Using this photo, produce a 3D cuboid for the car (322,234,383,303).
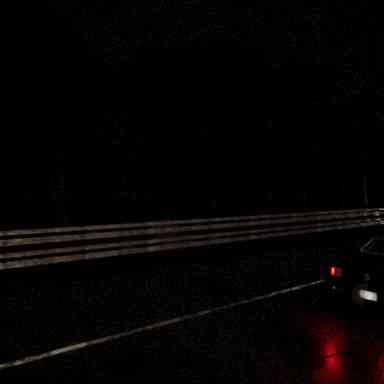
[{"bbox_3d":[5.016,1.588,7.327,4.718,1.301,1.895,0,0,-35],"label":"car"}]
